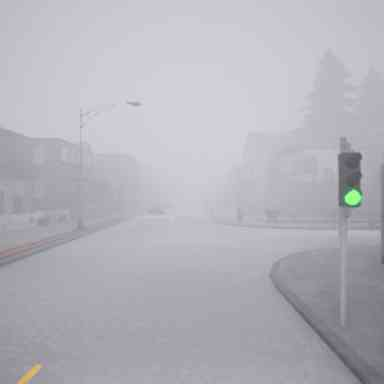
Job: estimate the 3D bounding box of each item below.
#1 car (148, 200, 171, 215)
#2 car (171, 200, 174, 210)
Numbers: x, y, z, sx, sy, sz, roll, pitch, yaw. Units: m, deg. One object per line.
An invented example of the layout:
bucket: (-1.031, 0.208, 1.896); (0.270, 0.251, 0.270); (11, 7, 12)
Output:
car: (-4.071, 1.998, 39.623); (2.033, 1.411, 5.357); (0, -1, 0)
car: (-4.032, 2.140, 55.959); (1.837, 1.490, 4.892); (0, -1, 0)
